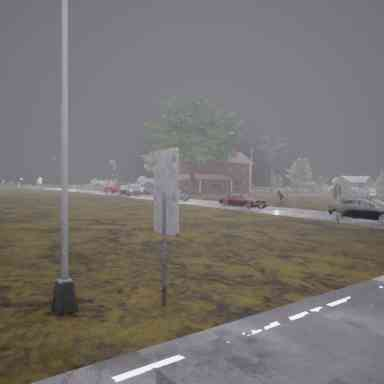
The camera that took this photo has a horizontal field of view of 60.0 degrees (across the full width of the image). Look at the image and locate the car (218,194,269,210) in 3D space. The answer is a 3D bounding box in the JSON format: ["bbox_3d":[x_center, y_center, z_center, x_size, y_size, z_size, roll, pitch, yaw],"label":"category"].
[{"bbox_3d":[4.518,0.827,29.590,1.895,1.301,4.718,0,2,-36],"label":"car"}]

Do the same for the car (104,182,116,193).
[{"bbox_3d":[-14.110,-0.818,60.409,2.150,2.045,5.566,0,2,-36],"label":"car"}]

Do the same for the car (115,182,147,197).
[{"bbox_3d":[-8.900,-0.253,48.335,2.097,1.767,4.553,0,2,-35],"label":"car"}]

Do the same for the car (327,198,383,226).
[{"bbox_3d":[10.909,1.130,20.692,2.128,1.511,4.902,0,2,-36],"label":"car"}]

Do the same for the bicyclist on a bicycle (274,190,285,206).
[{"bbox_3d":[8.891,0.664,33.763,1.656,1.620,0.582,0,2,-36],"label":"bicyclist on a bicycle"}]

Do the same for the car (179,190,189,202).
[{"bbox_3d":[-2.193,0.332,38.941,1.812,1.442,4.674,0,2,-36],"label":"car"}]

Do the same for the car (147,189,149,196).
[{"bbox_3d":[-8.411,-0.187,52.569,1.812,1.442,4.674,0,2,-35],"label":"car"}]
